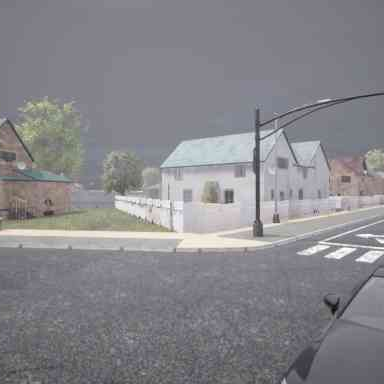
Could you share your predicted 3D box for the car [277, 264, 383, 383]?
[{"bbox_3d":[2.565,1.526,3.468,1.812,1.442,4.674,0,0,42],"label":"car"}]
